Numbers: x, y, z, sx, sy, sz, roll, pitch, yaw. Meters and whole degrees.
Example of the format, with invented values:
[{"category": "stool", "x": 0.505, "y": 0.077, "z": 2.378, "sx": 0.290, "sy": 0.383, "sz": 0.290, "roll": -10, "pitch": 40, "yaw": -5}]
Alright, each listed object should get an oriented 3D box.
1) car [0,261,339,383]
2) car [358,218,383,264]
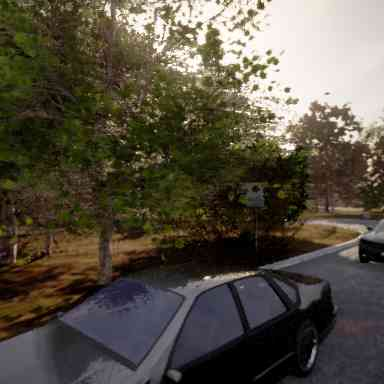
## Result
[{"category": "car", "x": -0.098, "y": 1.619, "z": 3.848, "sx": 2.033, "sy": 1.411, "sz": 5.357, "roll": -2, "pitch": -1, "yaw": 44}, {"category": "car", "x": 7.455, "y": 1.599, "z": 11.675, "sx": 1.882, "sy": 1.535, "sz": 5.008, "roll": -1, "pitch": -1, "yaw": 43}]
